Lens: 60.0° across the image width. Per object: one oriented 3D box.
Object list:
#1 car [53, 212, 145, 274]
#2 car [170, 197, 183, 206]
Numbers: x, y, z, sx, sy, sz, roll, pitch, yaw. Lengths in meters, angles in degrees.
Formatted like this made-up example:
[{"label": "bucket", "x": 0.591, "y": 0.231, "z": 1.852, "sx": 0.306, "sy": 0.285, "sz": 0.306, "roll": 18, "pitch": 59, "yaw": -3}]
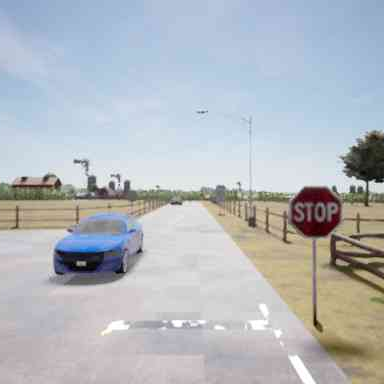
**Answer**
[{"label": "car", "x": -2.728, "y": 1.467, "z": 10.713, "sx": 1.882, "sy": 1.535, "sz": 5.008, "roll": 1, "pitch": 1, "yaw": 0}, {"label": "car", "x": -2.657, "y": 1.603, "z": 57.390, "sx": 1.882, "sy": 1.535, "sz": 5.008, "roll": 0, "pitch": 0, "yaw": 0}]
